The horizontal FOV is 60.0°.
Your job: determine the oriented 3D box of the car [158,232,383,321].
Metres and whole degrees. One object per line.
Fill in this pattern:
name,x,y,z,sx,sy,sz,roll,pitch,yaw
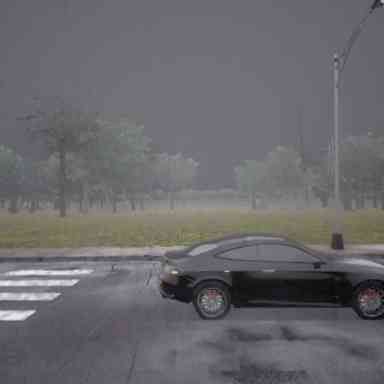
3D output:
car,1.653,1.576,6.783,4.674,1.442,1.812,0,0,1
